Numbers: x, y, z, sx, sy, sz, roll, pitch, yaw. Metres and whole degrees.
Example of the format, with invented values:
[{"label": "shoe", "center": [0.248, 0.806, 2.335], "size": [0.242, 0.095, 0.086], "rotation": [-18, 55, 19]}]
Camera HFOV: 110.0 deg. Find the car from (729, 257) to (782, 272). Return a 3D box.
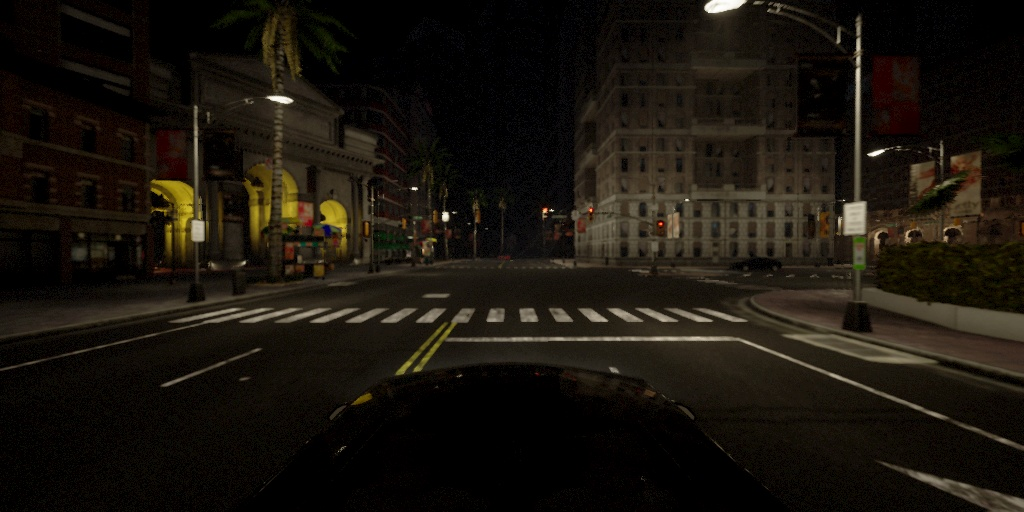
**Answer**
[{"label": "car", "center": [25.776, 0.843, 38.023], "size": [5.008, 1.535, 1.882], "rotation": [0, 1, 0]}]
